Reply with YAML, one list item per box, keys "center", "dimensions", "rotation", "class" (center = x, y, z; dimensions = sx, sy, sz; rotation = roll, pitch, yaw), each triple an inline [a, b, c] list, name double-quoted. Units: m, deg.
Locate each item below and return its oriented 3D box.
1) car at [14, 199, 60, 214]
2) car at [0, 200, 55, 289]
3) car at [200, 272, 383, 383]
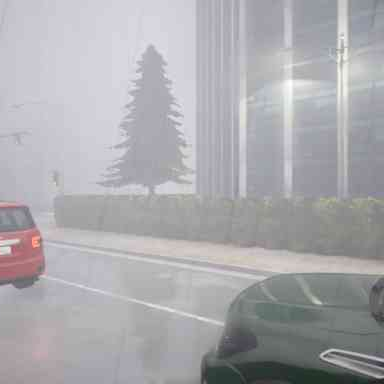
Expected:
- center: [-17.178, 1.559, 37.017]
  dimensions: [1.994, 1.385, 4.181]
  rotation: [0, 0, 36]
  class: "car"
- center: [-5.740, 1.220, 8.023]
  dimensions: [5.566, 2.045, 2.150]
  rotation: [0, 0, 38]
  class: "car"
- center: [2.730, 1.222, 2.043]
  dimensions: [5.566, 2.045, 2.150]
  rotation: [0, 0, 36]
  class: "car"
